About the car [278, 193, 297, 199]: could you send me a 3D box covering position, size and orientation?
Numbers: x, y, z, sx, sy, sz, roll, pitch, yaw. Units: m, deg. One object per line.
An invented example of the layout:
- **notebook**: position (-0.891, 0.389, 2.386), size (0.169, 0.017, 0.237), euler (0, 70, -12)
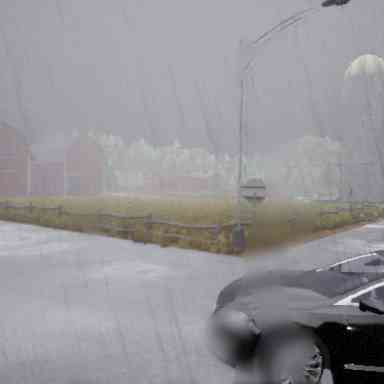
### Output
- **car**: position (25.589, 1.162, 89.868), size (4.611, 1.667, 2.242), euler (1, 1, 39)

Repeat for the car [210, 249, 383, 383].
- **car**: position (2.695, 1.483, 4.058), size (4.902, 1.511, 2.128), euler (1, -1, 12)
